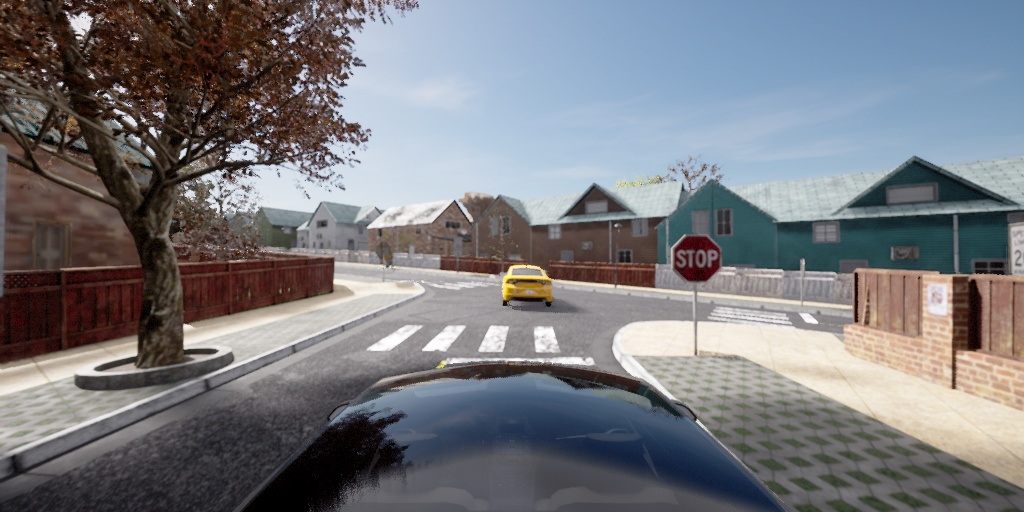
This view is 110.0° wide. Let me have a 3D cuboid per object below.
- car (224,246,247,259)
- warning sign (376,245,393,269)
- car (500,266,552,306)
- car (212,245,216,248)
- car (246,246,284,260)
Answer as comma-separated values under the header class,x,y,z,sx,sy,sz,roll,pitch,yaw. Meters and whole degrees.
class,x,y,z,sx,sy,sz,roll,pitch,yaw
car,-32.769,-0.470,43.925,4.553,1.767,2.097,2,0,34
warning sign,-11.304,0.196,32.425,1.060,1.860,1.300,0,0,34
car,0.515,1.154,15.350,1.882,1.535,5.008,2,0,-3
car,-38.431,-0.495,44.363,4.674,1.442,1.812,2,0,34
car,-22.256,0.136,33.350,4.902,1.511,2.128,3,0,34
